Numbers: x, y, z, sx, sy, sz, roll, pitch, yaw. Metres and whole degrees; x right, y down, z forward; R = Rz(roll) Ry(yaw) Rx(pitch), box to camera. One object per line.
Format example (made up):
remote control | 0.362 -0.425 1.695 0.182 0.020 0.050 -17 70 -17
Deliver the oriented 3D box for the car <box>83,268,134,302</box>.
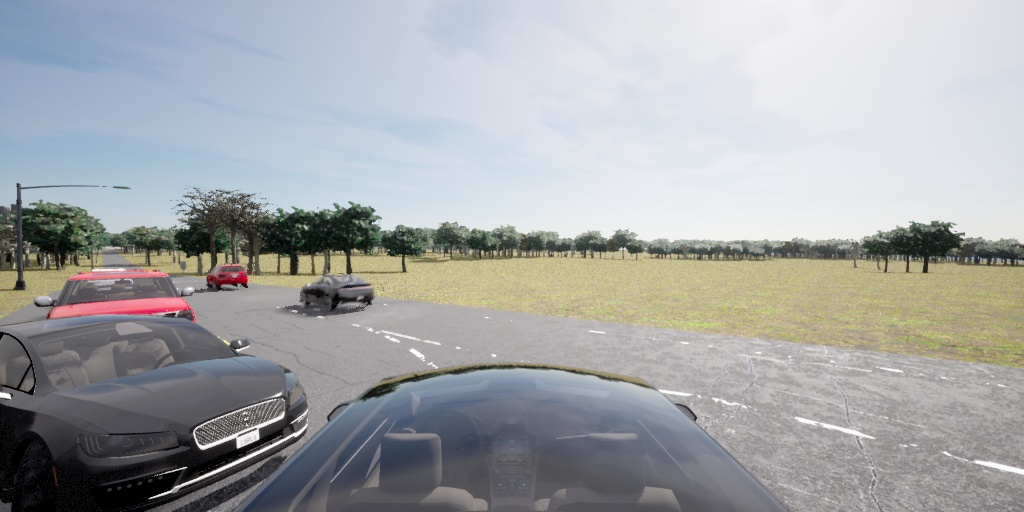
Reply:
car | -27.924 1.886 24.854 5.566 2.045 2.150 -2 0 41

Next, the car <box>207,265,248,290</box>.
car | -25.280 1.843 31.824 5.566 2.045 2.150 -2 0 41

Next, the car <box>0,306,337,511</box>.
car | -4.540 1.445 3.996 4.892 1.490 1.837 -3 -3 21

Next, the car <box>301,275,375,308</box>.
car | -8.377 1.654 17.053 4.902 1.511 2.128 -2 0 41

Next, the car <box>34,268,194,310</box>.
car | -9.426 1.384 8.668 5.566 2.045 2.150 -2 0 41
